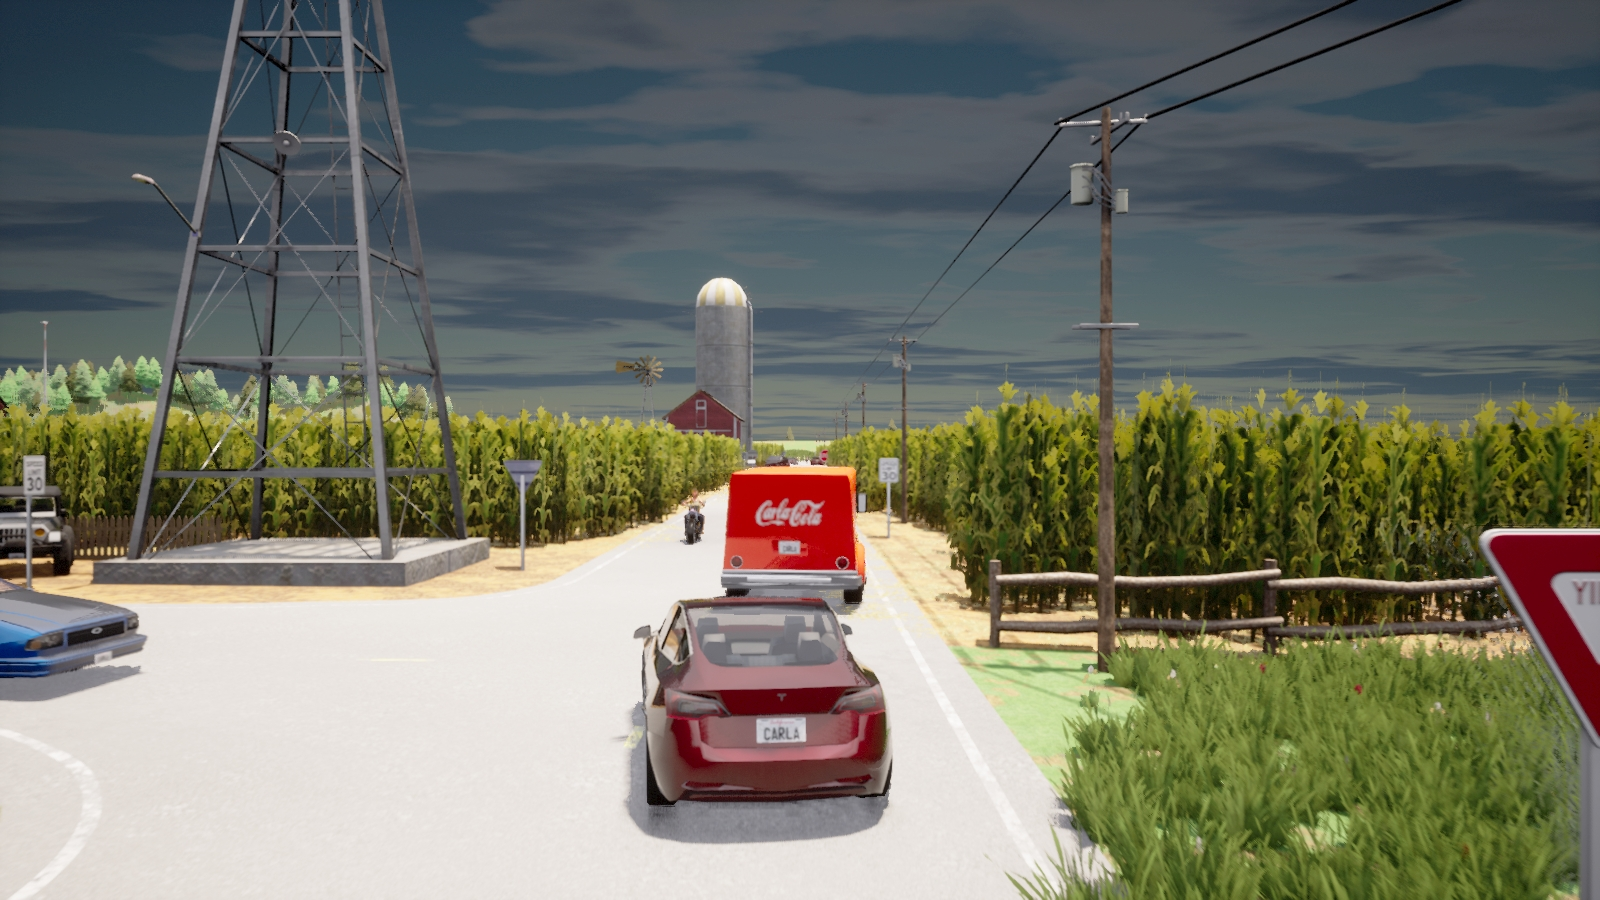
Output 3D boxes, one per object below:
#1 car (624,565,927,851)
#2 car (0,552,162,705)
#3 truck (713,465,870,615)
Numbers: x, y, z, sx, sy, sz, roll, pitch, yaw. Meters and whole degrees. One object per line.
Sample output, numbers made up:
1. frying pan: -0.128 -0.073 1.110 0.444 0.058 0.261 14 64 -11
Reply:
1. car: -0.492 2.057 10.517 2.163 1.488 4.792 0 0 -8
2. car: -10.574 1.968 13.209 5.357 1.411 2.033 0 0 4
3. truck: 0.010 1.569 22.171 2.627 2.467 5.204 0 0 4
